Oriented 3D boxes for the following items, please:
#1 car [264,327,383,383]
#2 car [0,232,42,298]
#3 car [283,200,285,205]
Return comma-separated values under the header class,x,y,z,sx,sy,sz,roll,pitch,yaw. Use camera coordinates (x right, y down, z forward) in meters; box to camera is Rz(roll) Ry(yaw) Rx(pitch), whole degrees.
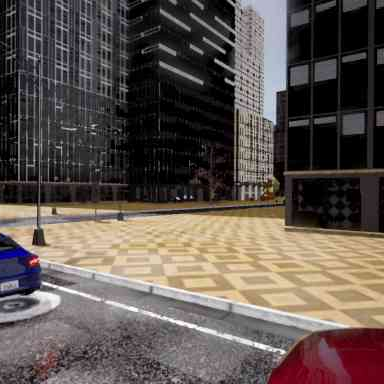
class,x,y,z,sx,sy,sz,roll,pitch,yaw
car,2.452,1.564,1.926,4.181,1.385,1.994,0,0,35
car,-5.144,1.523,7.362,4.674,1.442,1.812,0,0,36
car,19.024,1.796,63.544,1.837,1.490,4.892,1,0,37
